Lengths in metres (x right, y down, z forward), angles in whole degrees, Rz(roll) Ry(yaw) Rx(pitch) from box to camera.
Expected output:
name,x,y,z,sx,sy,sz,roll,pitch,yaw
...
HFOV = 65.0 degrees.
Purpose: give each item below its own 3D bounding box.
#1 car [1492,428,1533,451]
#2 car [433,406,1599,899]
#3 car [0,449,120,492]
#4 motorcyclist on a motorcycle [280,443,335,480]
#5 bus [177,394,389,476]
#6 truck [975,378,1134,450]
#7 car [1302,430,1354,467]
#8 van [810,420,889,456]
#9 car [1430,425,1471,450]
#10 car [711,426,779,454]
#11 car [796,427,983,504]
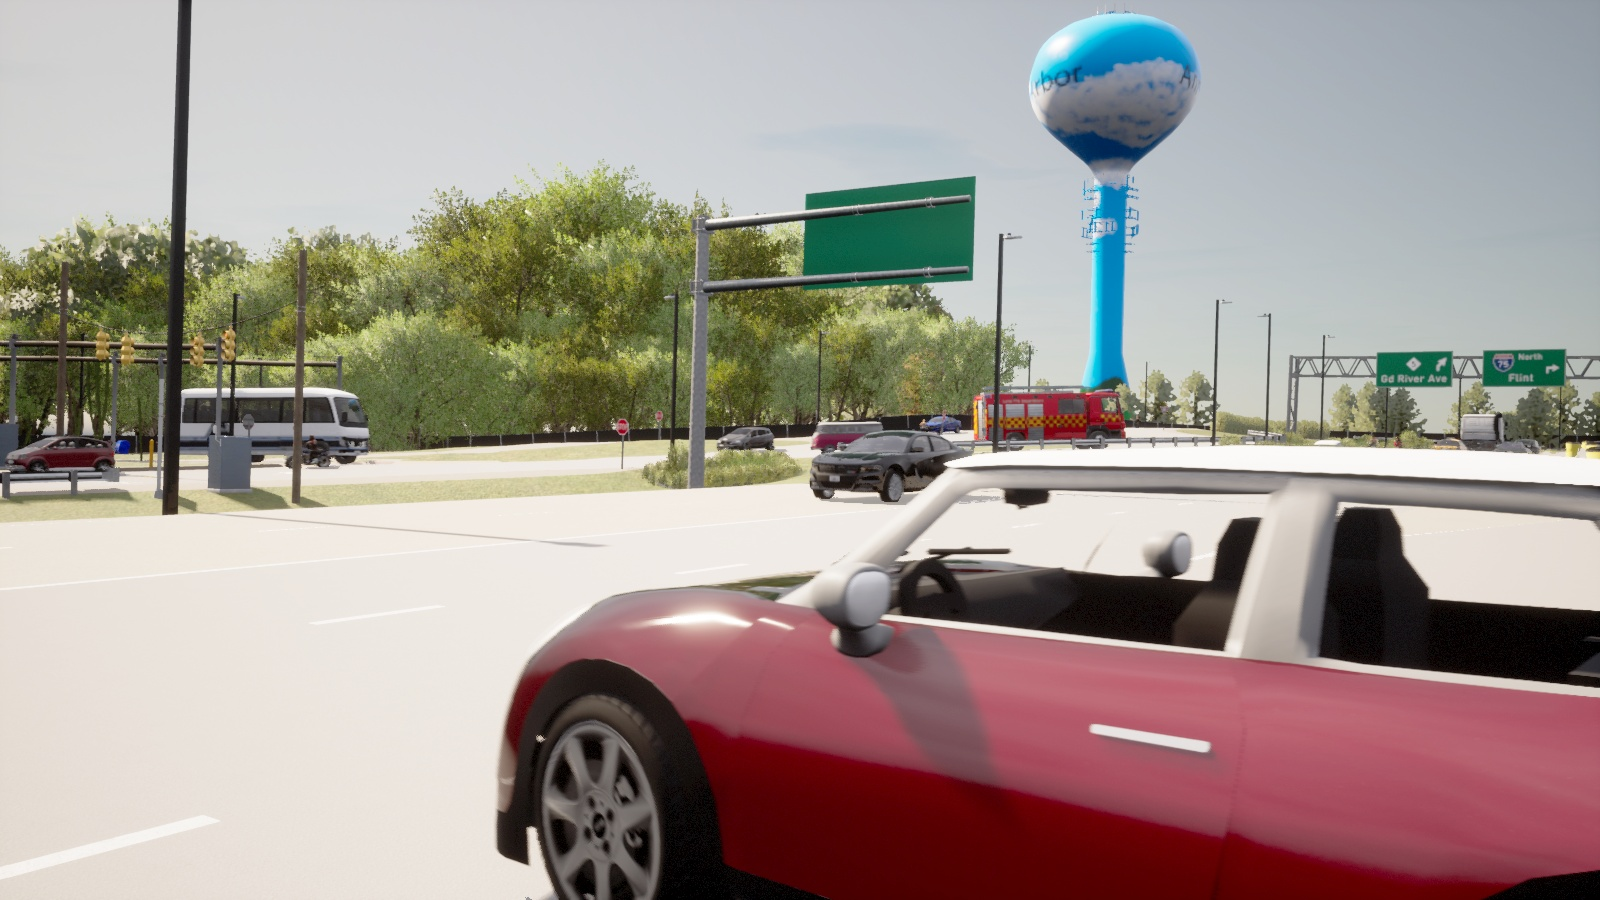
name,x,y,z,sx,sy,sz,roll,pitch,yaw
car,45.138,-0.666,79.510,1.994,1.385,4.181,1,1,34
car,0.910,0.660,3.545,3.806,1.475,1.970,0,0,41
car,-29.267,0.781,49.695,1.789,1.549,3.705,1,1,33
motorcyclist on a motorcycle,-23.145,0.503,59.087,0.766,1.649,2.350,1,2,33
bus,-28.612,-0.783,69.685,10.273,4.253,3.944,-1,0,9
truck,14.797,-2.102,73.316,8.468,3.827,2.891,-2,1,-7
car,20.777,-0.076,49.381,1.481,1.376,2.207,1,2,34
van,2.925,-0.722,75.211,4.442,1.987,1.775,-2,0,-5
car,42.219,-0.818,81.439,1.801,1.575,5.366,1,1,34
car,-3.698,-0.696,85.337,2.242,1.667,4.611,0,3,34
car,2.091,0.261,27.737,1.882,1.535,5.008,1,1,34
